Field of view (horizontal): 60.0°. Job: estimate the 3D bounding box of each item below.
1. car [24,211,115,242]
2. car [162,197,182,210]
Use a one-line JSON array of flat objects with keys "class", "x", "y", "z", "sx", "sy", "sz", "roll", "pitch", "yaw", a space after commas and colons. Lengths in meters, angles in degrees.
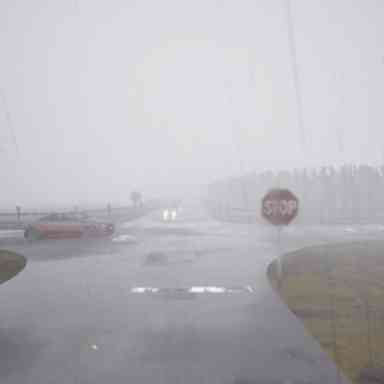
[{"class": "car", "x": -6.037, "y": 1.654, "z": 16.591, "sx": 4.181, "sy": 1.385, "sz": 1.994, "roll": -1, "pitch": 1, "yaw": 0}, {"class": "car", "x": -2.837, "y": 1.552, "z": 44.154, "sx": 2.128, "sy": 1.511, "sz": 4.902, "roll": 0, "pitch": 0, "yaw": 0}]
